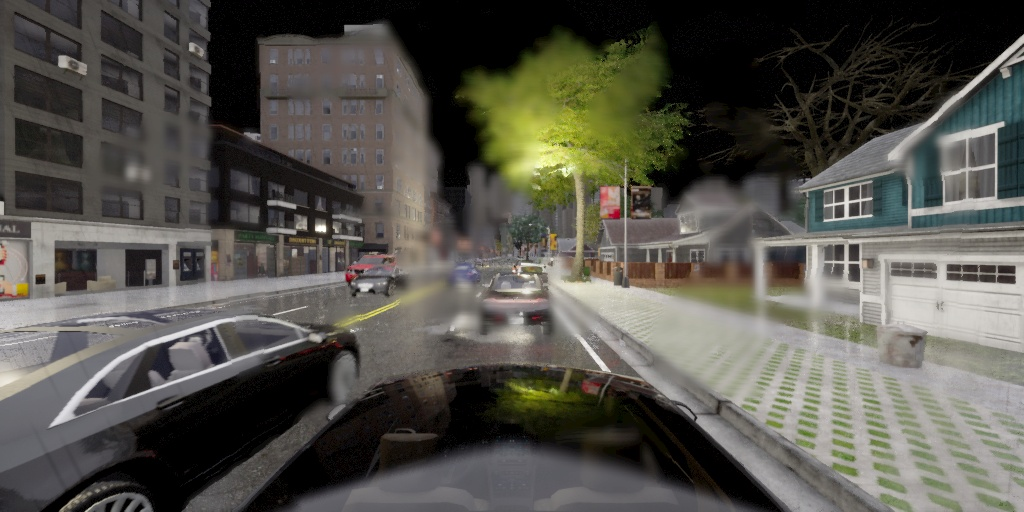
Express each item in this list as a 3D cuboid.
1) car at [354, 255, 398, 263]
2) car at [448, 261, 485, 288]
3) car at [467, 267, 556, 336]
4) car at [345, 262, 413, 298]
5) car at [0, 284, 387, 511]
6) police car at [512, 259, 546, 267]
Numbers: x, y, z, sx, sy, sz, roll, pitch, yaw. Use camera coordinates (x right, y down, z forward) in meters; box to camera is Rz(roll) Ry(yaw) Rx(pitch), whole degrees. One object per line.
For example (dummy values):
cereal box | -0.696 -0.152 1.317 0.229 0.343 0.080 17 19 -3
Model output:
car | -9.743 0.956 25.596 2.150 2.045 5.566 0 0 0
car | -3.052 1.261 23.869 1.812 1.442 4.674 0 0 0
car | 0.138 1.238 10.384 2.128 1.511 4.902 0 0 0
car | -6.524 1.233 18.354 2.128 1.511 4.902 0 0 0
car | -3.143 1.240 3.346 2.128 1.511 4.902 0 0 0
police car | 1.059 1.164 20.633 1.930 1.638 5.238 0 0 0
